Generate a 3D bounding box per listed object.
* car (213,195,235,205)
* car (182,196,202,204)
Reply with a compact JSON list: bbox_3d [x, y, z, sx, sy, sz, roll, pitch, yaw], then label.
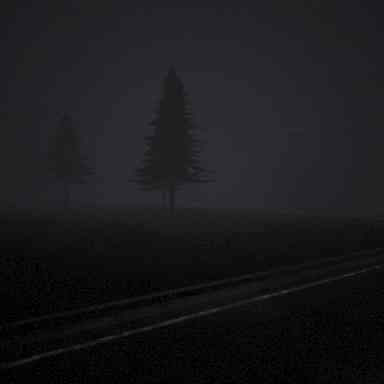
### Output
[{"bbox_3d":[5.969,1.407,61.945,2.097,1.767,4.553,0,0,-35],"label":"car"},{"bbox_3d":[-0.034,1.528,64.335,1.882,1.535,5.008,0,0,-35],"label":"car"}]
